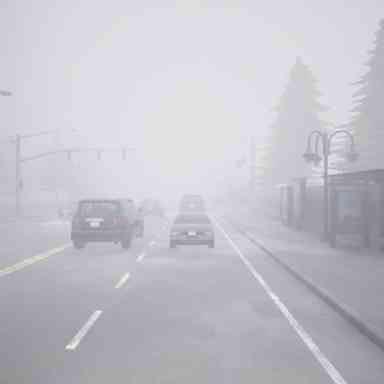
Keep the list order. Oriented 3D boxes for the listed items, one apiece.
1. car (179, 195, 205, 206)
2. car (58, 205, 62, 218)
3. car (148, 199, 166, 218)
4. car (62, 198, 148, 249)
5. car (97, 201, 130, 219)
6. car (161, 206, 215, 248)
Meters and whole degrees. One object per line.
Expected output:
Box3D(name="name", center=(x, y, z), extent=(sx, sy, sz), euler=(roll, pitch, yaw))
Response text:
Box3D(name="car", center=(0.000, 1.256, 29.680), extent=(2.150, 2.045, 5.566), euler=(0, 0, 0))
Box3D(name="car", center=(-10.500, 1.519, 30.120), extent=(2.128, 1.511, 4.902), euler=(0, 0, 0))
Box3D(name="car", center=(-3.500, 1.364, 29.620), extent=(2.097, 1.767, 4.553), euler=(0, 0, 0))
Box3D(name="car", center=(-3.500, 1.256, 14.680), extent=(2.150, 2.045, 5.566), euler=(0, 0, 0))
Box3D(name="car", center=(-7.000, 1.598, 30.120), extent=(1.994, 1.385, 4.181), euler=(0, 0, 0))
Box3D(name="car", center=(0.000, 1.561, 14.650), extent=(2.033, 1.411, 5.357), euler=(0, 0, 0))
